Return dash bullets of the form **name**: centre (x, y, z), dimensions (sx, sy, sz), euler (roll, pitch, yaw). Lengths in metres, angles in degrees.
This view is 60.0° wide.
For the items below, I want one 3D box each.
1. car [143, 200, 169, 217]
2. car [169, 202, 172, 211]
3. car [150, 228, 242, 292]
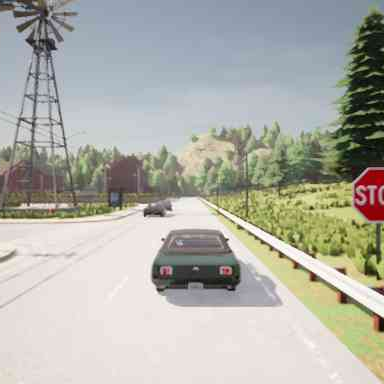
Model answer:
- **car**: centre (-3.588, 1.722, 32.534), dimensions (1.895, 1.301, 4.718), euler (0, 0, 0)
- **car**: centre (-3.555, 1.719, 42.140), dimensions (1.994, 1.385, 4.181), euler (0, 0, 1)
- **car**: centre (0.090, 1.635, 8.977), dimensions (1.895, 1.301, 4.718), euler (0, 0, 0)
